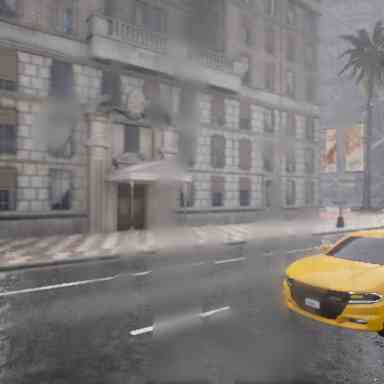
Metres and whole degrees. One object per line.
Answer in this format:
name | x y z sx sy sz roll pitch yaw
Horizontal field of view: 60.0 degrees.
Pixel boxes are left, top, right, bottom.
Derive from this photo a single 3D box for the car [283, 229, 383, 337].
car | 3.982 1.544 6.817 5.008 1.535 1.882 1 0 -35
